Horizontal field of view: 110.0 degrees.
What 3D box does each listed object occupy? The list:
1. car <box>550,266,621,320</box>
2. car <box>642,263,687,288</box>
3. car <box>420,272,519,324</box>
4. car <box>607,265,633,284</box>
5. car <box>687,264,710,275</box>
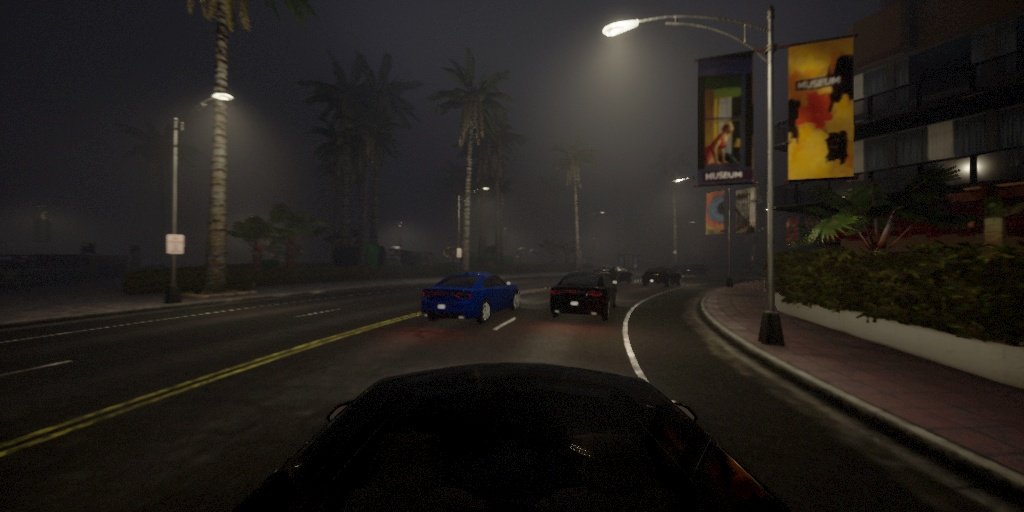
[{"bbox_3d":[2.821,1.335,13.461,1.882,1.535,5.008,0,0,21],"label":"car"},{"bbox_3d":[11.385,1.519,27.112,1.837,1.490,4.892,0,-1,40],"label":"car"},{"bbox_3d":[-1.222,1.303,12.558,1.882,1.535,5.008,0,0,19],"label":"car"},{"bbox_3d":[8.059,1.497,28.523,2.128,1.511,4.902,0,-1,39],"label":"car"},{"bbox_3d":[24.098,1.754,47.390,4.892,1.490,1.837,1,-1,-31],"label":"car"}]
